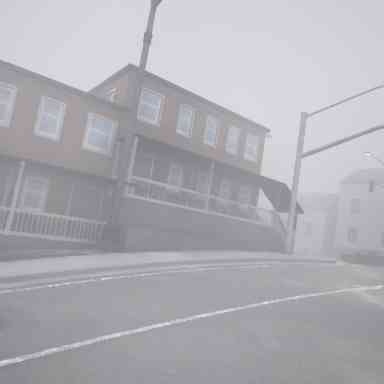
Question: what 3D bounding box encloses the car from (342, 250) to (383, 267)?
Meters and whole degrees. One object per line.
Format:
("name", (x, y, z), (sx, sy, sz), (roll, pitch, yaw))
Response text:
("car", (13.518, 4.900, 24.036), (1.895, 1.301, 4.718), (14, -14, -34))
